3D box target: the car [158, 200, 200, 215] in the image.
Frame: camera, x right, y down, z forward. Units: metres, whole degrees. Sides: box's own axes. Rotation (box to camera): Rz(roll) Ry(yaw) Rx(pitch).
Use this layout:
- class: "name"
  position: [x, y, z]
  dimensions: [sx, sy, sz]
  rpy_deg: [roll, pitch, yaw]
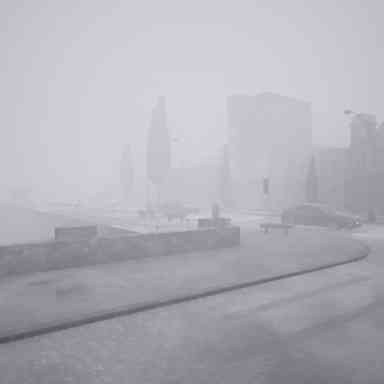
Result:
- class: "car"
  position: [-1.405, 1.547, 33.178]
  dimensions: [2.033, 1.411, 5.357]
  rpy_deg: [0, 0, -36]

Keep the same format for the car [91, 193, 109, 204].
- class: "car"
  position: [-17.244, 1.221, 62.551]
  dimensions: [2.150, 2.045, 5.566]
  rpy_deg: [0, 0, -36]

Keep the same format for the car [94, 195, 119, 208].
- class: "car"
  position: [-12.190, 1.525, 48.333]
  dimensions: [1.812, 1.442, 4.674]
  rpy_deg: [0, 0, -35]

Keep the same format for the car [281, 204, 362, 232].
- class: "car"
  position: [7.795, 1.504, 20.488]
  dimensions: [1.837, 1.490, 4.892]
  rpy_deg: [0, 0, -37]
